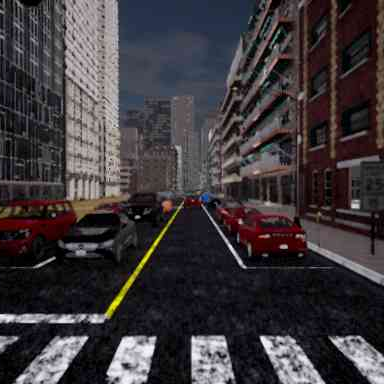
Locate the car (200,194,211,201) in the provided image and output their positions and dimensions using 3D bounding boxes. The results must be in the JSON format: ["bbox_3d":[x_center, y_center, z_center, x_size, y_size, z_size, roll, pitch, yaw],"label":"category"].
[{"bbox_3d":[2.676,1.057,67.217,2.008,1.369,4.403,0,0,0],"label":"car"}]

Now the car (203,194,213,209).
[{"bbox_3d":[2.679,1.265,39.580,1.947,1.339,4.313,0,0,0],"label":"car"}]

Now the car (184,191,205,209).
[{"bbox_3d":[0.095,1.047,40.042,2.097,1.767,4.553,0,0,0],"label":"car"}]

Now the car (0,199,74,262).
[{"bbox_3d":[-5.698,1.221,11.941,2.192,1.841,5.009,0,0,0],"label":"car"}]

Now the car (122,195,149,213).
[{"bbox_3d":[-5.701,1.179,34.052,1.967,1.590,4.097,0,0,0],"label":"car"}]

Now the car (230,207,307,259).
[{"bbox_3d":[2.683,1.450,11.943,1.887,1.381,4.507,0,0,0],"label":"car"}]

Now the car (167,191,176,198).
[{"bbox_3d":[-5.710,0.643,94.853,2.192,1.841,5.009,0,0,0],"label":"car"}]

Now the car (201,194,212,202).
[{"bbox_3d":[2.677,1.089,61.690,1.887,1.381,4.507,0,0,0],"label":"car"}]

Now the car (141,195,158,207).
[{"bbox_3d":[-5.702,1.186,44.937,1.752,1.417,4.829,0,0,0],"label":"car"}]

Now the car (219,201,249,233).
[{"bbox_3d":[2.682,1.407,17.470,1.887,1.381,4.507,0,0,0],"label":"car"}]

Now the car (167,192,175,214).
[{"bbox_3d":[-3.074,1.107,31.804,2.097,1.767,4.553,0,0,0],"label":"car"}]

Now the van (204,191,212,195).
[{"bbox_3d":[2.677,0.923,56.161,1.690,1.788,3.998,0,0,0],"label":"van"}]

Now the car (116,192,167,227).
[{"bbox_3d":[-3.086,1.052,21.764,2.150,2.045,5.566,0,0,0],"label":"car"}]

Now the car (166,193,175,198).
[{"bbox_3d":[-5.707,0.913,89.328,2.008,1.369,4.403,0,0,0],"label":"car"}]

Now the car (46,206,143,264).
[{"bbox_3d":[-3.091,1.434,11.623,1.812,1.442,4.674,0,0,0],"label":"car"}]

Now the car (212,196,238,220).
[{"bbox_3d":[2.681,1.260,22.997,1.967,1.590,4.097,0,0,0],"label":"car"}]

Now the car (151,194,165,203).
[{"bbox_3d":[-5.703,1.127,56.162,1.887,1.381,4.507,0,0,0],"label":"car"}]

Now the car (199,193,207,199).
[{"bbox_3d":[2.674,0.963,83.800,1.947,1.339,4.313,0,0,0],"label":"car"}]

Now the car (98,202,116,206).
[{"bbox_3d":[-5.698,1.365,22.997,1.887,1.381,4.507,0,0,0],"label":"car"}]

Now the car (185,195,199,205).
[{"bbox_3d":[-0.007,1.176,51.901,1.994,1.385,4.181,0,0,0],"label":"car"}]

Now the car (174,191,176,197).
[{"bbox_3d":[-5.706,0.980,83.800,1.802,1.307,4.206,0,0,0],"label":"car"}]

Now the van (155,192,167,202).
[{"bbox_3d":[-5.705,0.885,61.688,1.690,1.788,3.998,0,0,0],"label":"van"}]

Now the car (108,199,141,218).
[{"bbox_3d":[-5.699,1.345,28.525,1.947,1.339,4.313,0,0,0],"label":"car"}]

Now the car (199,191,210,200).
[{"bbox_3d":[2.673,0.784,72.744,2.192,1.841,5.009,0,0,0],"label":"car"}]
